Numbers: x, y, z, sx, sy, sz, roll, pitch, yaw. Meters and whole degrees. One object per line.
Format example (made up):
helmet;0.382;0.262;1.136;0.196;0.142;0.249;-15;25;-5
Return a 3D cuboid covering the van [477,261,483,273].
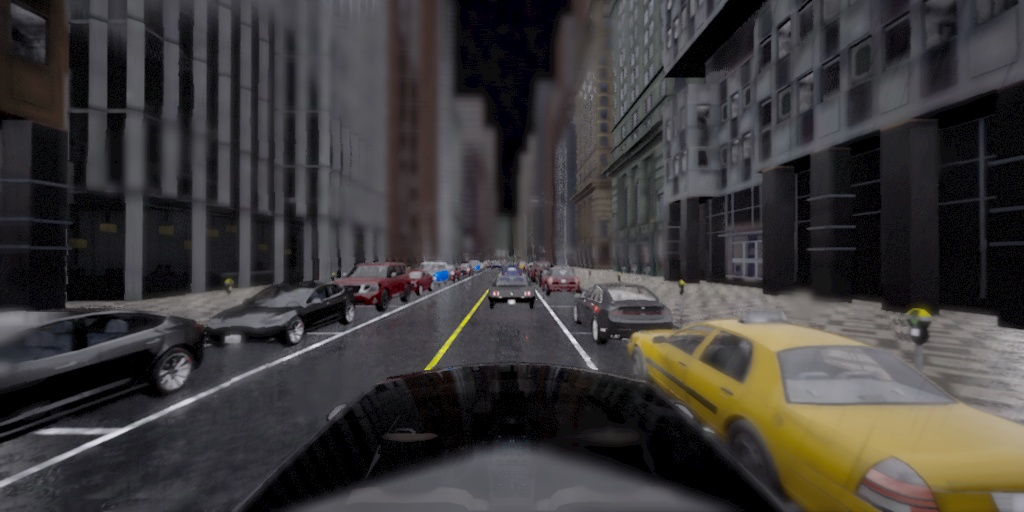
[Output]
van;-5.799;1.609;54.720;1.690;1.789;3.998;0;0;0

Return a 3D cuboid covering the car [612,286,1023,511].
car;2.761;1.298;4.179;1.751;1.417;4.829;0;0;0

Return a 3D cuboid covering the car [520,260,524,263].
car;2.726;1.709;54.732;1.967;1.591;4.097;0;0;0

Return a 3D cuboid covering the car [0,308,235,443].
car;-5.764;1.338;3.992;1.948;1.339;4.313;0;0;0

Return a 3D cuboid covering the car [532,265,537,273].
car;2.745;1.558;26.553;1.948;1.339;4.313;0;0;0

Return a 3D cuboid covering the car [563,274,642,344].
car;2.757;1.378;9.645;2.007;1.370;4.403;0;0;0

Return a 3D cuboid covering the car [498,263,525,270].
car;-0.016;1.564;31.210;1.812;1.442;4.674;0;0;0

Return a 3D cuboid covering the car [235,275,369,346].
car;-5.768;1.393;9.628;1.948;1.339;4.313;0;0;0

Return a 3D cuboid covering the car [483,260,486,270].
car;-5.802;1.850;60.186;1.751;1.417;4.829;0;0;0

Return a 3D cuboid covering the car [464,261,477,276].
car;-5.791;1.598;43.447;1.967;1.591;4.097;0;0;0

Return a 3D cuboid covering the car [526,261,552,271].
car;2.742;1.363;32.189;2.192;1.841;5.009;0;0;0

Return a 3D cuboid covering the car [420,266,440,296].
car;-5.776;1.482;20.901;1.888;1.381;4.507;0;0;0

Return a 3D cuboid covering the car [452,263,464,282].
car;-5.783;1.487;32.174;1.967;1.591;4.097;0;0;0

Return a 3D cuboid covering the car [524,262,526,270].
car;2.734;1.724;43.461;1.948;1.339;4.313;0;0;0

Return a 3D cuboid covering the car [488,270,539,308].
car;-0.008;1.490;15.949;1.895;1.301;4.718;0;-1;0

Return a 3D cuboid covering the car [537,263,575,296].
car;2.749;1.377;20.916;1.967;1.591;4.097;0;0;0

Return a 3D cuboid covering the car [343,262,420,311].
car;-5.772;1.197;15.264;2.192;1.841;5.009;0;0;0

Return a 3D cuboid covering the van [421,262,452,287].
van;-5.780;1.333;26.538;1.690;1.789;3.998;0;0;0
